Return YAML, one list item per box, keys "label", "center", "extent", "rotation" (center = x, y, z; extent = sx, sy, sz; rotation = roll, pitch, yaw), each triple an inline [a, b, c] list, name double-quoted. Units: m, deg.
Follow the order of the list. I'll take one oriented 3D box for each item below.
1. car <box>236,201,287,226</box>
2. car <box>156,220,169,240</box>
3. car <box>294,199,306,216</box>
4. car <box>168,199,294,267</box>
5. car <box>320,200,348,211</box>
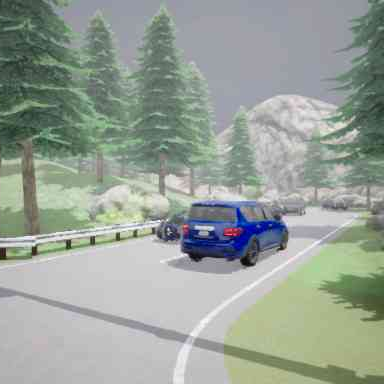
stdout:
- label: "car"
  center: [5.272, 1.505, 24.631]
  extent: [2.128, 1.511, 4.902]
  rotation: [0, 0, 31]
- label: "car"
  center: [0.112, 1.572, 16.130]
  extent: [1.994, 1.385, 4.181]
  rotation: [0, 0, 31]
- label: "car"
  center: [10.350, 1.523, 33.497]
  extent: [1.837, 1.490, 4.892]
  rotation: [0, 0, 24]
- label: "car"
  center: [1.738, 1.349, 11.874]
  extent: [2.150, 2.045, 5.566]
  rotation: [0, -1, 31]
- label: "car"
  center: [17.829, 1.640, 42.005]
  extent: [1.895, 1.301, 4.718]
  rotation: [0, 0, 4]
